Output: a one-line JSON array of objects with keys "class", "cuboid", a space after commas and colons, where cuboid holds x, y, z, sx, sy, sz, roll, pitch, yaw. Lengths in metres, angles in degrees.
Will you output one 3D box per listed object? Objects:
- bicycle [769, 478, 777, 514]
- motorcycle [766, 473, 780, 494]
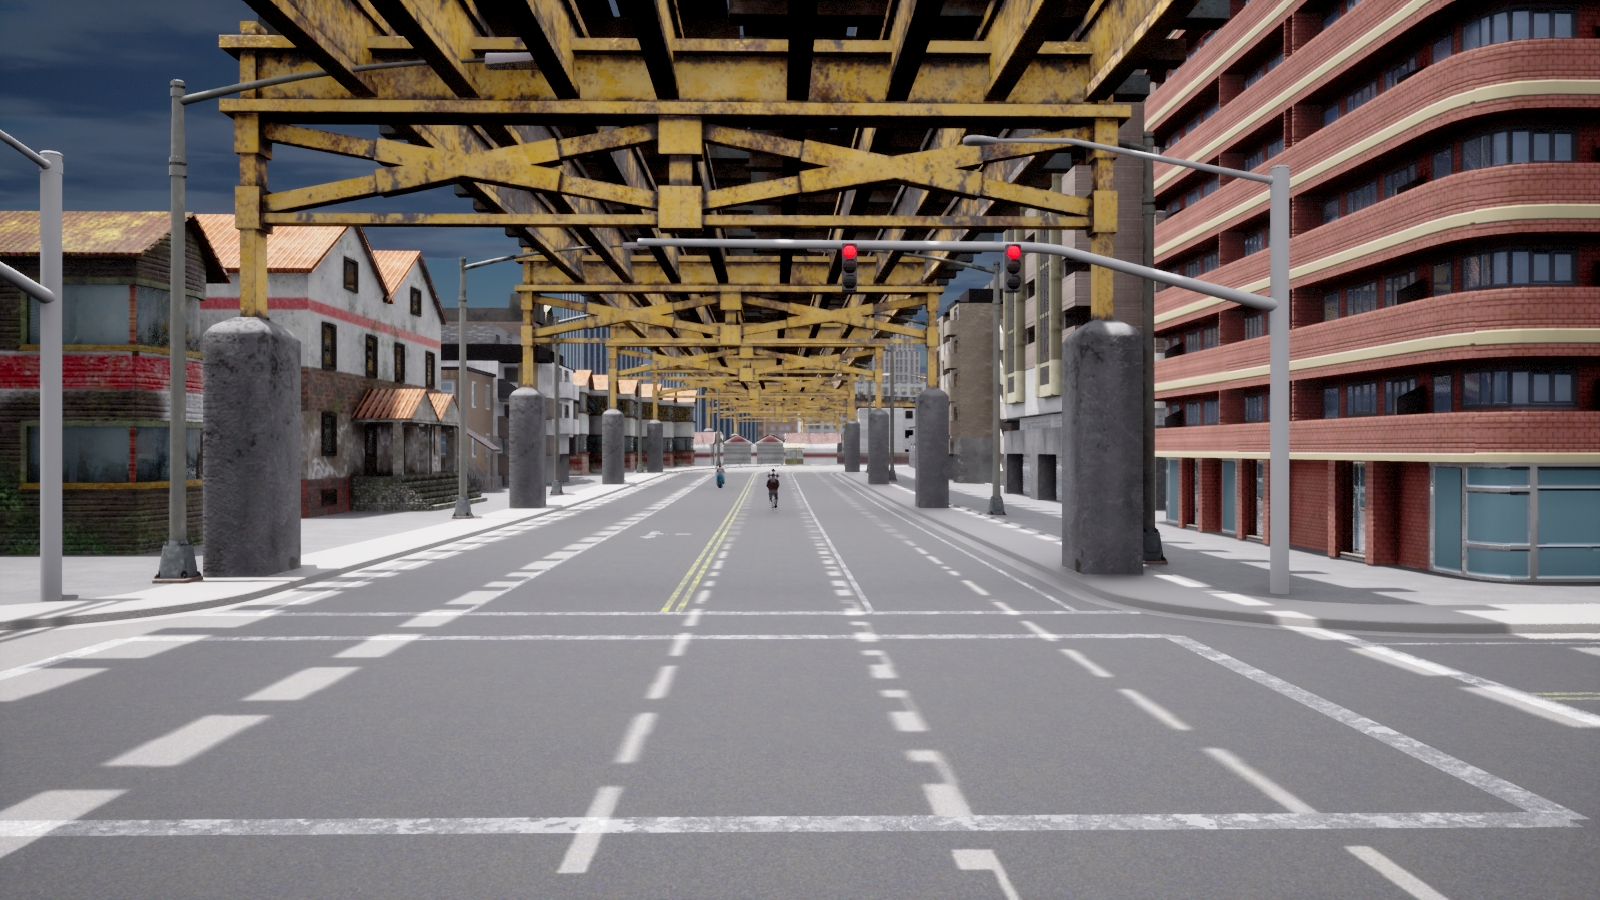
[{"class": "bicycle", "cuboid": [-1.210, 2.020, 50.841, 0.329, 1.496, 1.835, 0, 0, -1]}, {"class": "motorcycle", "cuboid": [-1.619, 2.010, 68.603, 0.803, 1.224, 2.033, 0, 1, -1]}]
